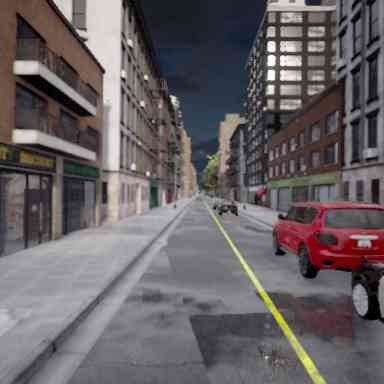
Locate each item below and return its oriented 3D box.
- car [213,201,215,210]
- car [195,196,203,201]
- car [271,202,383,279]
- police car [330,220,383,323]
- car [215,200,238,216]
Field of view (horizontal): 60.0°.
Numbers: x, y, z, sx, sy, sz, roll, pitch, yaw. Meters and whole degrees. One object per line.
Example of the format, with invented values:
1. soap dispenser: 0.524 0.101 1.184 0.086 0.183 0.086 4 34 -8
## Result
1. car: 3.949 1.788 46.573 1.994 1.385 4.181 1 0 1
2. car: 1.976 1.971 95.211 1.994 1.385 4.181 1 0 1
3. car: 4.082 1.312 10.462 2.150 2.045 5.566 1 0 1
4. police car: 3.955 1.490 4.542 1.930 1.638 5.238 1 0 1
5. car: 3.731 1.678 34.826 1.837 1.490 4.892 1 0 2
